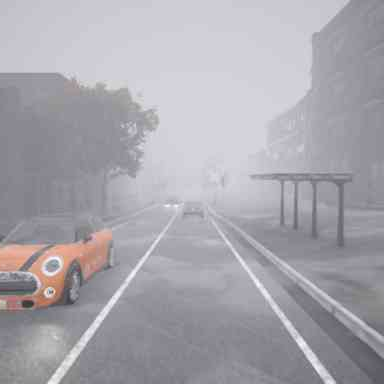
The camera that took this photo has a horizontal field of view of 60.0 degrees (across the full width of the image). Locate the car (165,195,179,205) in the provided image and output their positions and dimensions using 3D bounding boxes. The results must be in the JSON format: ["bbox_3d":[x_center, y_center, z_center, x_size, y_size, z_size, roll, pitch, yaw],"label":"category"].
[{"bbox_3d":[-2.972,1.228,51.084,1.994,1.385,4.181,0,1,1],"label":"car"}]

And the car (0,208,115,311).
[{"bbox_3d":[-3.334,1.347,7.985,2.097,1.767,4.553,0,0,0],"label":"car"}]

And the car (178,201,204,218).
[{"bbox_3d":[0.121,1.468,29.783,2.033,1.411,5.357,0,0,0],"label":"car"}]
